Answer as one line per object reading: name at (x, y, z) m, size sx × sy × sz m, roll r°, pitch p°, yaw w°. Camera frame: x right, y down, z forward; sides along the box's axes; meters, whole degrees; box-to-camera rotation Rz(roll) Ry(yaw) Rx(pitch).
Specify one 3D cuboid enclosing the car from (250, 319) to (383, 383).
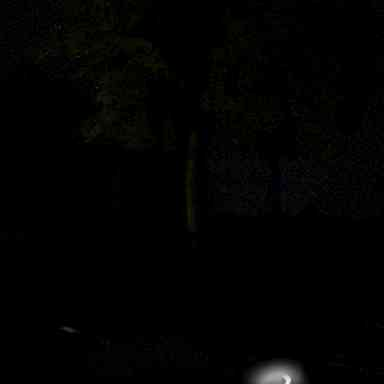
car at (2.570, 1.530, 2.066) m, size 4.553 × 1.767 × 2.097 m, roll -1°, pitch -4°, yaw 37°
